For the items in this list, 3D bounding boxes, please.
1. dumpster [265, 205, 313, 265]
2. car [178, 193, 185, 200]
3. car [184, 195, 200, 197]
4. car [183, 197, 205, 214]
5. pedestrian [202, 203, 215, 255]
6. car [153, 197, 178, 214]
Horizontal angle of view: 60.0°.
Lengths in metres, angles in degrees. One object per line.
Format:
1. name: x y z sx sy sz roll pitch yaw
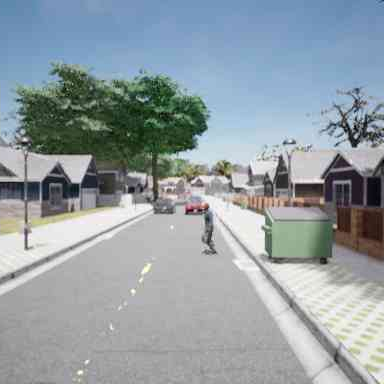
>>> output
1. dumpster: 3.105 1.328 10.901 1.020 1.700 1.940 0 1 0
2. car: -2.160 1.021 72.174 1.812 1.442 4.674 0 0 0
3. car: 0.451 1.180 46.361 2.128 1.511 4.902 0 0 1
4. car: 0.347 1.391 31.993 1.895 1.301 4.718 0 0 1
5. pedestrian: 0.571 1.223 11.484 0.375 1.860 0.375 0 1 -10
6. car: -2.586 1.298 31.673 1.837 1.490 4.892 0 0 1
